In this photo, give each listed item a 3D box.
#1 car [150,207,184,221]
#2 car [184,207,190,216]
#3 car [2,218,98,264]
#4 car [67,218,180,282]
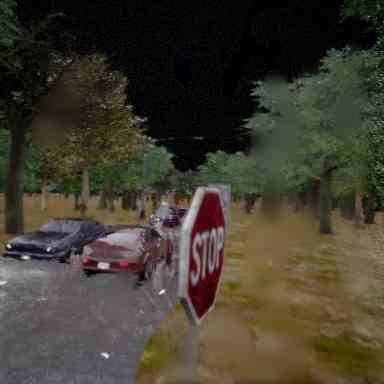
[{"bbox_3d":[-2.393,2.153,30.092,2.097,1.767,4.553,3,-2,6],"label":"car"},{"bbox_3d":[-0.881,2.758,46.312,2.033,1.411,5.357,3,-2,4],"label":"car"},{"bbox_3d":[-4.680,1.715,12.832,2.033,1.411,5.357,3,-2,9],"label":"car"},{"bbox_3d":[-1.871,1.787,10.727,1.812,1.442,4.674,3,-2,9],"label":"car"}]
